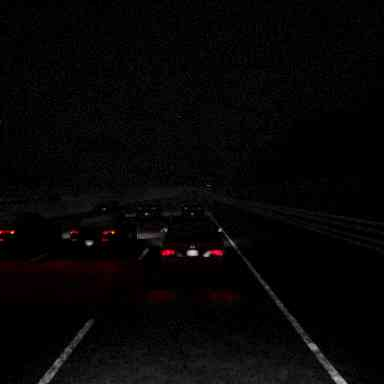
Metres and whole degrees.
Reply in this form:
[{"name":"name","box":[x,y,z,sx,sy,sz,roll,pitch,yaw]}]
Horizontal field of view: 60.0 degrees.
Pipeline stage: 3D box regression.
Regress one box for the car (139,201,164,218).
[{"name":"car","box":[-3.433,1.465,27.800,2.128,1.511,4.902,0,0,1]}]

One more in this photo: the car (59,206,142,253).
[{"name":"car","box":[-3.438,1.513,13.493,1.812,1.442,4.674,0,0,0]}]

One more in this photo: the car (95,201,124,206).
[{"name":"car","box":[-6.933,1.479,27.840,1.837,1.490,4.892,0,1,1]}]

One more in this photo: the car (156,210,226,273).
[{"name":"car","box":[0.032,1.538,10.646,2.033,1.411,5.357,0,0,1]}]

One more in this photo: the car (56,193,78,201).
[{"name":"car","box":[-20.999,1.414,57.091,1.882,1.535,5.008,0,0,1]}]

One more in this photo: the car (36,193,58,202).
[{"name":"car","box":[-24.490,1.157,57.038,2.150,2.045,5.566,0,0,1]}]

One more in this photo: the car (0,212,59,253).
[{"name":"car","box":[-6.938,1.514,13.492,1.812,1.442,4.674,0,0,1]}]

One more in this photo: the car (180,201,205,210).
[{"name":"car","box":[0.067,1.465,27.785,2.128,1.511,4.902,0,0,1]}]

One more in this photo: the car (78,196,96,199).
[{"name":"car","box":[-17.507,1.461,57.142,1.812,1.442,4.674,0,0,1]}]
